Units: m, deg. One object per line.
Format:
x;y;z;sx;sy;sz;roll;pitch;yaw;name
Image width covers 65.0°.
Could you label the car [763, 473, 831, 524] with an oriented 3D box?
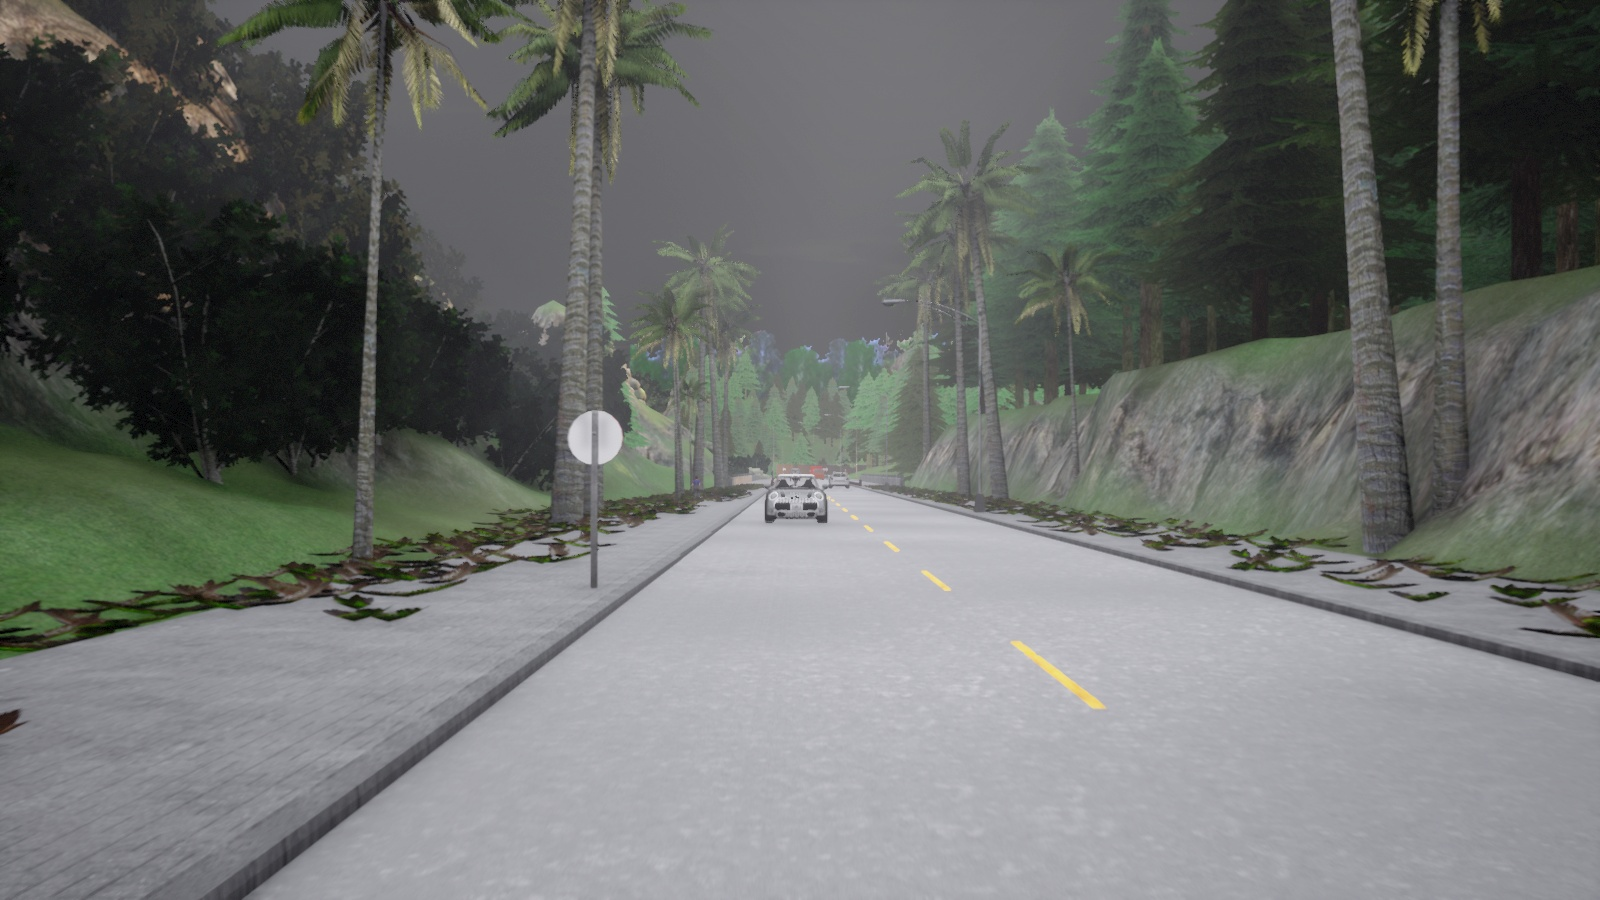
-0.104;1.435;38.440;1.970;1.475;3.806;0;-1;0;car
